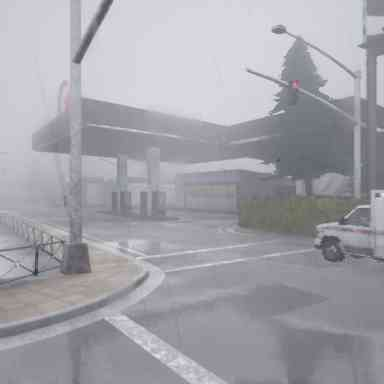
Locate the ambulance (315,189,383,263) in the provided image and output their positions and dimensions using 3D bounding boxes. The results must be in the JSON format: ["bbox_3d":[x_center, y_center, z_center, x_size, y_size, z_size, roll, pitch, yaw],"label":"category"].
[{"bbox_3d":[6.794,1.157,9.678,2.351,2.431,6.366,1,-1,-35],"label":"ambulance"}]
